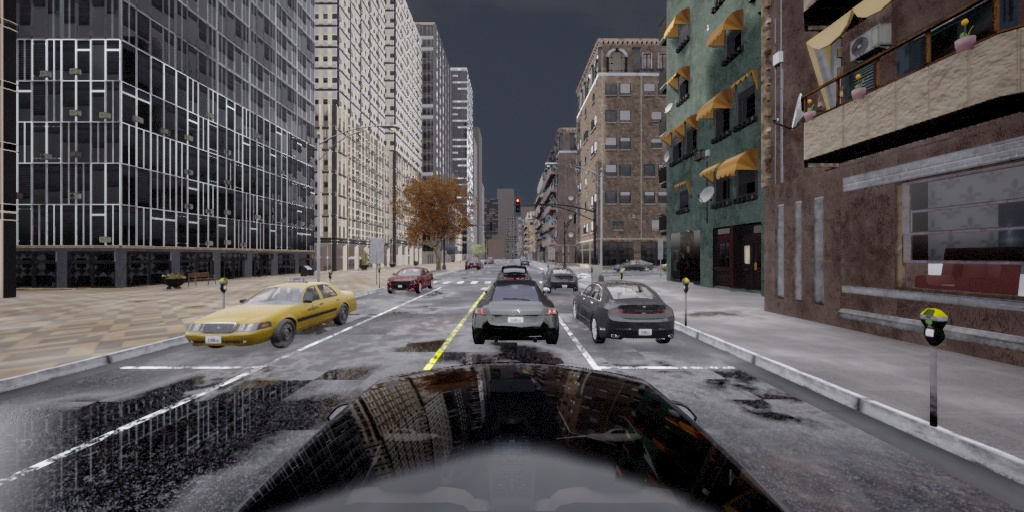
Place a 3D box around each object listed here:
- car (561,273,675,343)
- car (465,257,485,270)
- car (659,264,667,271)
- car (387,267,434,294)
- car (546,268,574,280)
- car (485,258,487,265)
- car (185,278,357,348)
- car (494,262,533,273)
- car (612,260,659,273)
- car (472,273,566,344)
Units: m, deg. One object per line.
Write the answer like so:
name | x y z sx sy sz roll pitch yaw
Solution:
car | 2.687 1.301 9.413 2.007 1.370 4.403 0 0 0
car | -5.701 1.098 52.865 2.192 1.841 5.009 0 0 0
car | 18.825 1.006 39.953 4.829 1.417 1.751 0 0 -1
car | -5.695 1.299 20.478 1.888 1.381 4.507 0 0 0
car | 2.685 1.305 20.479 2.007 1.370 4.403 0 0 0
car | -5.702 1.356 58.388 1.948 1.339 4.313 0 0 0
car | -5.693 1.276 9.242 1.751 1.417 4.829 0 0 0
car | 0.101 1.259 19.609 1.837 1.490 4.892 0 0 -1
car | 13.428 1.108 39.897 4.403 1.370 2.007 0 0 -1
car | 0.085 1.315 9.560 1.994 1.385 4.181 0 0 0
